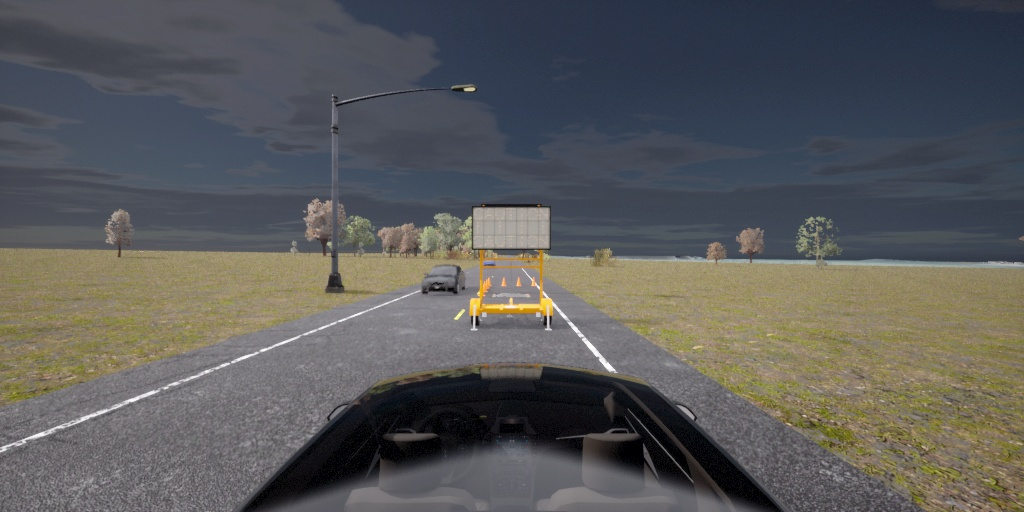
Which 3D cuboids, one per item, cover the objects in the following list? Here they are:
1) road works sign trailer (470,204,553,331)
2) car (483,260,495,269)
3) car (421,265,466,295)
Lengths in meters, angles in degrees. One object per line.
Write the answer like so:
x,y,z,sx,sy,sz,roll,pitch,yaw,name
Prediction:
-0.022,0.215,11.030,2.380,3.560,2.880,0,0,0,road works sign trailer
-3.635,1.231,56.587,1.882,1.535,5.008,0,0,0,car
-3.644,1.256,19.811,1.837,1.490,4.892,0,0,0,car
